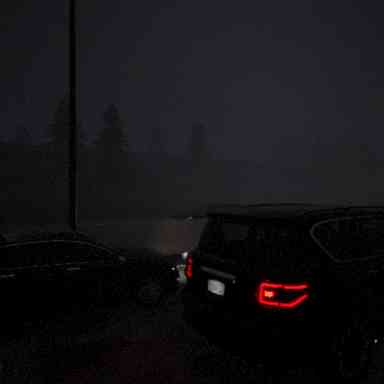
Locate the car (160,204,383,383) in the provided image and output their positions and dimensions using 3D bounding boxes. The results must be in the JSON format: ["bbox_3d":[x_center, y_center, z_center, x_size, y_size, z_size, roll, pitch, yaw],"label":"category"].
[{"bbox_3d":[2.466,1.217,5.508,5.566,2.045,2.150,0,0,-36],"label":"car"}]

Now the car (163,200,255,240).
[{"bbox_3d":[0.948,1.340,17.570,4.553,1.767,2.097,0,0,-36],"label":"car"}]

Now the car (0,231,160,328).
[{"bbox_3d":[-2.530,1.501,6.241,4.892,1.490,1.837,0,0,-36],"label":"car"}]
